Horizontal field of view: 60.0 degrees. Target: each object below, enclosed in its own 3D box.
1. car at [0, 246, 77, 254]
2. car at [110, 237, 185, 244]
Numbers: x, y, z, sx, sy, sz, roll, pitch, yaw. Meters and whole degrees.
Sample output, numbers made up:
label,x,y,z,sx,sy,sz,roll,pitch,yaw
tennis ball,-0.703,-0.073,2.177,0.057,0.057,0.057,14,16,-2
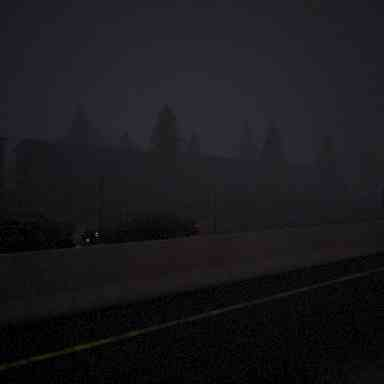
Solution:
label,x,y,z,sx,sy,sz,roll,pitch,yaw
car,-5.557,1.512,8.624,4.902,1.511,2.128,1,0,-36
car,-2.160,1.635,15.357,5.357,1.411,2.033,1,0,-36
